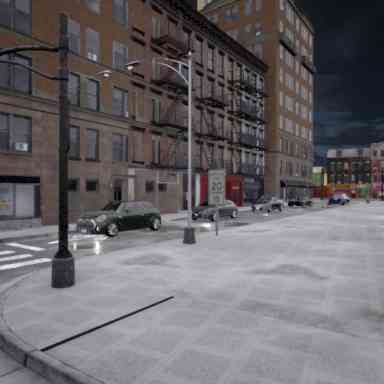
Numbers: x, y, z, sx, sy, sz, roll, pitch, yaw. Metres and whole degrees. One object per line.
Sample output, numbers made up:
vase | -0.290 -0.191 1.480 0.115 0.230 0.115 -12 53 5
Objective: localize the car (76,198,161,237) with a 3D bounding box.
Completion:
car | -3.699 1.215 17.308 2.097 1.767 4.553 0 1 37

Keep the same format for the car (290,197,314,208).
car | 13.396 1.265 40.969 1.895 1.301 4.718 0 1 36

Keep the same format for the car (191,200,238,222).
car | 1.705 1.301 24.780 1.837 1.490 4.892 0 1 36

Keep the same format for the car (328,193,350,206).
car | 20.600 0.974 46.446 2.097 1.767 4.553 0 1 36

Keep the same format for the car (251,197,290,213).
car | 7.525 1.220 32.869 2.128 1.511 4.902 0 1 36
